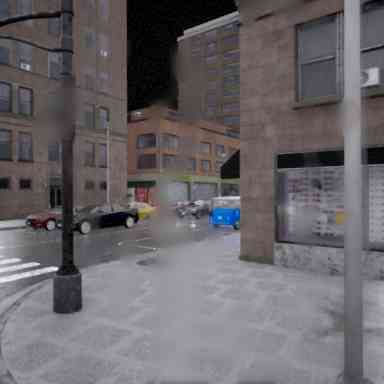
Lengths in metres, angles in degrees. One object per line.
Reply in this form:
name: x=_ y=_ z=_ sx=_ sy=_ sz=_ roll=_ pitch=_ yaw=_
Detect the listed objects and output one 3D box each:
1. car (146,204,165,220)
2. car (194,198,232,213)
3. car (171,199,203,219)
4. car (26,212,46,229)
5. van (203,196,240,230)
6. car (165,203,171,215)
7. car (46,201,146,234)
car: x=-4.423 y=1.362 z=24.231 sx=1.752 sy=1.417 sz=4.829 roll=0 pitch=1 yaw=36
car: x=2.145 y=1.313 z=33.248 sx=1.802 sy=1.307 sz=4.206 roll=0 pitch=1 yaw=36
car: x=0.743 y=1.304 z=26.649 sx=1.812 sy=1.442 sz=4.674 roll=0 pitch=0 yaw=36
car: x=-7.557 y=1.433 z=19.929 sx=1.887 sy=1.381 sz=4.507 roll=0 pitch=1 yaw=36
van: x=2.589 y=1.141 z=19.363 sx=1.690 sy=1.788 sz=3.998 roll=0 pitch=1 yaw=36
car: x=-1.088 y=1.365 z=28.809 sx=1.802 sy=1.307 sz=4.206 roll=0 pitch=1 yaw=36
car: x=-5.160 y=1.352 z=18.562 sx=1.882 sy=1.535 sz=5.008 roll=0 pitch=0 yaw=35
